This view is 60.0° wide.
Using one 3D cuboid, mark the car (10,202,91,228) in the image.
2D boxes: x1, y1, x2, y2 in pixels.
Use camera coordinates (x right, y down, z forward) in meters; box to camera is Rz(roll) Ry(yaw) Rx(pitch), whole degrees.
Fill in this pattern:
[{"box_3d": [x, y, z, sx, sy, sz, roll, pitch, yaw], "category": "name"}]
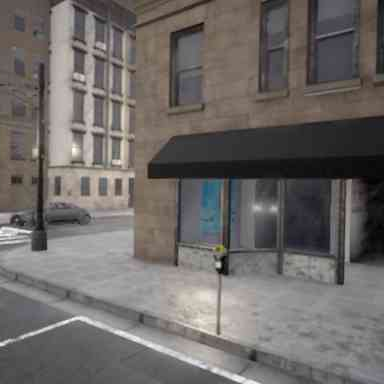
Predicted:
[{"box_3d": [-7.756, 1.248, 18.549, 1.994, 1.385, 4.181, 2, 1, 35], "category": "car"}]
